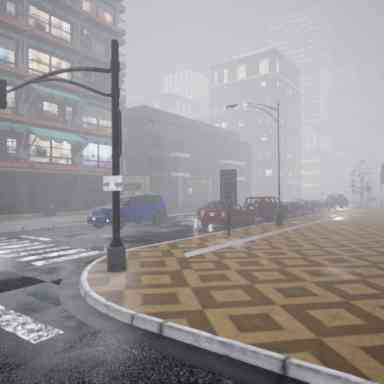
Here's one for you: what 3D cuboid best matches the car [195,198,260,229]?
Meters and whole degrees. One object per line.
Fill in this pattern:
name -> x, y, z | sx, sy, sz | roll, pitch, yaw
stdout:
car -> 2.327, 1.352, 20.870 | 1.967, 1.590, 4.097 | -1, 0, 36

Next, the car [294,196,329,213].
car -> 12.289, 1.421, 34.372 | 1.887, 1.381, 4.507 | -1, 0, 36

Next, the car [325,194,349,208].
car -> 18.927, 1.167, 43.375 | 2.192, 1.841, 5.009 | -1, 0, 36

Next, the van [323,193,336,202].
van -> 29.188, 1.229, 70.557 | 1.690, 1.788, 3.998 | -1, 0, 36

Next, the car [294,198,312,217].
car -> 8.969, 1.470, 29.871 | 1.802, 1.307, 4.206 | -1, 0, 36

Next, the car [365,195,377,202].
car -> 35.531, 1.334, 65.878 | 1.887, 1.381, 4.507 | -1, 0, 36

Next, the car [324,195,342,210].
car -> 15.609, 1.415, 38.873 | 2.008, 1.369, 4.403 | -1, 0, 36

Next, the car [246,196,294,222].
car -> 5.646, 1.215, 25.372 | 2.192, 1.841, 5.009 | -1, 0, 36

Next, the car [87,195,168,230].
car -> -3.966, 1.208, 21.427 | 2.150, 2.045, 5.566 | -1, 0, 38

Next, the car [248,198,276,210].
car -> 9.167, 1.488, 43.414 | 1.752, 1.417, 4.829 | -1, 0, 36

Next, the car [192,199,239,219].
car -> 2.214, 1.468, 29.835 | 1.837, 1.490, 4.892 | -1, 0, 37
